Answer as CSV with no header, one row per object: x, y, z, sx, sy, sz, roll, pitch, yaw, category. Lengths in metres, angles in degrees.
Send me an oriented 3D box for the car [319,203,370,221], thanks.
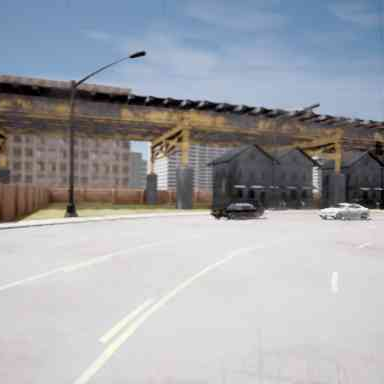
13.336,1.708,29.032,4.674,1.442,1.812,1,0,-21,car

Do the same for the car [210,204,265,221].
3.808,1.641,27.765,4.718,1.301,1.895,1,0,-36,car
